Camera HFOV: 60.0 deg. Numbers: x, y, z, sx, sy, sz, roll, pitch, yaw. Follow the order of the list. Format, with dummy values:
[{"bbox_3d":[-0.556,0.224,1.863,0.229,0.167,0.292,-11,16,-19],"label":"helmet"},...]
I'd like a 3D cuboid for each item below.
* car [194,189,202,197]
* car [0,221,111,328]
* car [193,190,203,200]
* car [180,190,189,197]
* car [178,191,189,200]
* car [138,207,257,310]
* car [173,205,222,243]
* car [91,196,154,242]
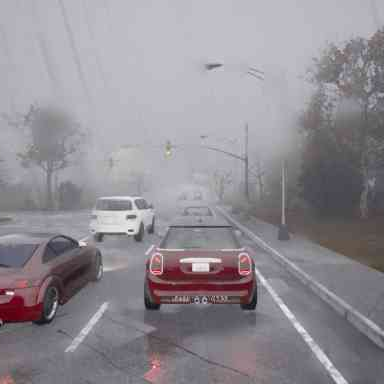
[{"bbox_3d":[1.583,0.173,85.444,2.097,1.767,4.553,0,3,1],"label":"car"},{"bbox_3d":[-3.337,1.564,7.125,1.994,1.385,4.181,0,0,0],"label":"car"},{"bbox_3d":[1.377,1.017,75.483,1.812,1.442,4.674,0,3,1],"label":"car"},{"bbox_3d":[-1.915,0.356,85.556,2.033,1.411,5.357,0,3,1],"label":"car"},{"bbox_3d":[-2.123,1.045,75.557,1.994,1.385,4.181,0,3,1],"label":"car"},{"bbox_3d":[0.173,1.352,8.005,2.097,1.767,4.553,0,0,1],"label":"car"},{"bbox_3d":[0.291,1.492,17.013,2.128,1.511,4.902,0,0,1],"label":"car"},{"bbox_3d":[-3.246,1.221,16.542,2.150,2.045,5.566,0,0,3],"label":"car"}]
